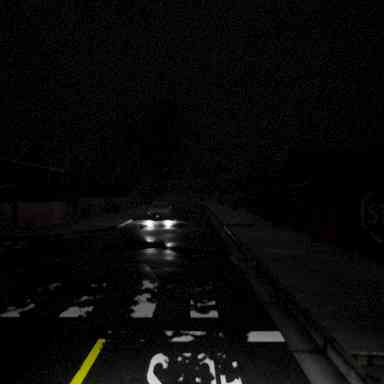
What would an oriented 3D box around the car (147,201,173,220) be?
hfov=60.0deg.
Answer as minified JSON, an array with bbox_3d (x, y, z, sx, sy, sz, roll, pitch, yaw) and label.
[{"bbox_3d":[-2.603,1.521,27.664,1.812,1.442,4.674,0,1,0],"label":"car"}]
